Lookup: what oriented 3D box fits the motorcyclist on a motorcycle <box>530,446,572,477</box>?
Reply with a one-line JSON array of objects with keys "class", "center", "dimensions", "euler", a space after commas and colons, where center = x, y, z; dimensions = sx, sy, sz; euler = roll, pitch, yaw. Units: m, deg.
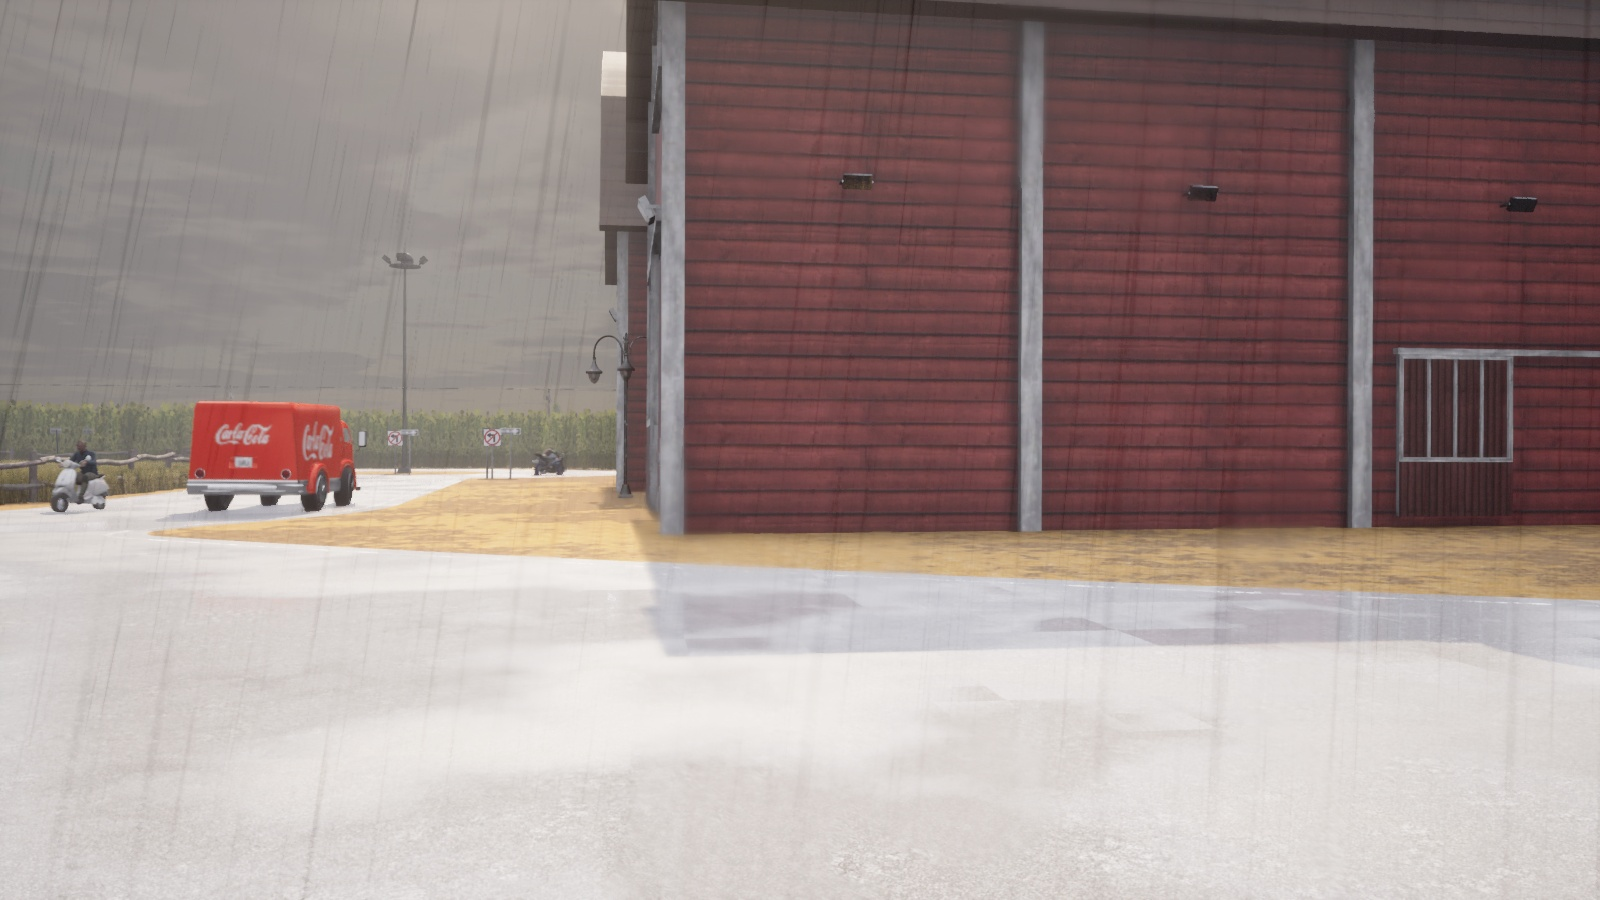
[{"class": "motorcyclist on a motorcycle", "center": [-12.700, 0.568, 64.146], "dimensions": [0.866, 1.530, 2.191], "euler": [0, 0, 31]}]

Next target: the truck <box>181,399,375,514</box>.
[{"class": "truck", "center": [-12.178, 0.129, 29.782], "dimensions": [2.627, 2.467, 5.204], "euler": [1, 0, -3]}]

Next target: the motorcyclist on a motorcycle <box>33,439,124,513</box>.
[{"class": "motorcyclist on a motorcycle", "center": [-16.032, 0.552, 27.960], "dimensions": [0.866, 1.590, 1.817], "euler": [0, 0, 6]}]
